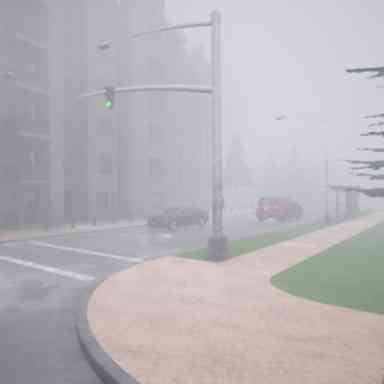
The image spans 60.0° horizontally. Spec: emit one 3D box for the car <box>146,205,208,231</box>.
[{"bbox_3d":[-0.896,1.638,22.138,1.882,1.535,5.008,-1,0,37],"label":"car"}]

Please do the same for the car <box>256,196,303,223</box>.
[{"bbox_3d":[7.112,1.365,26.873,2.150,2.045,5.566,-1,-1,37],"label":"car"}]

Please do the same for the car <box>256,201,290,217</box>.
[{"bbox_3d":[8.569,1.682,34.816,1.812,1.442,4.674,-1,0,37],"label":"car"}]
